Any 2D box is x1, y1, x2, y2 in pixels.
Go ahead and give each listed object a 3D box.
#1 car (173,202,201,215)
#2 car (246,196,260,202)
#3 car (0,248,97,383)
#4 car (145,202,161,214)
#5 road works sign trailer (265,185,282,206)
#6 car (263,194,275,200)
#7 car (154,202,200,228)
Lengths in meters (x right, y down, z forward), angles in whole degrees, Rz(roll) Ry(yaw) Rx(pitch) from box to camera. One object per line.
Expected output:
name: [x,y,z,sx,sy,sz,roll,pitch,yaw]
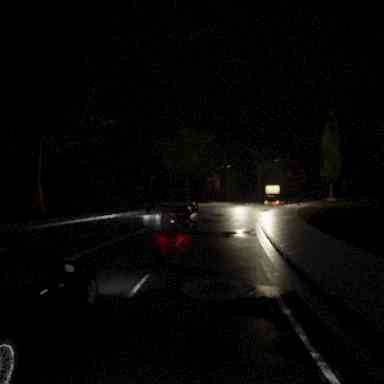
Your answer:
car: [-0.498,1.865,39.380,1.895,1.301,4.718,0,0,17]
car: [14.178,1.588,77.178,1.895,1.301,4.718,-1,0,33]
car: [-2.912,1.563,4.923,1.812,1.442,4.674,0,0,2]
car: [-3.883,1.887,39.412,1.895,1.301,4.718,0,0,17]
road works sign trailer: [14.289,0.615,58.642,2.380,3.560,2.880,-1,0,30]
car: [17.690,1.274,76.618,1.837,1.490,4.892,-1,0,33]
car: [-0.809,1.672,23.539,2.128,1.511,4.902,0,0,10]
